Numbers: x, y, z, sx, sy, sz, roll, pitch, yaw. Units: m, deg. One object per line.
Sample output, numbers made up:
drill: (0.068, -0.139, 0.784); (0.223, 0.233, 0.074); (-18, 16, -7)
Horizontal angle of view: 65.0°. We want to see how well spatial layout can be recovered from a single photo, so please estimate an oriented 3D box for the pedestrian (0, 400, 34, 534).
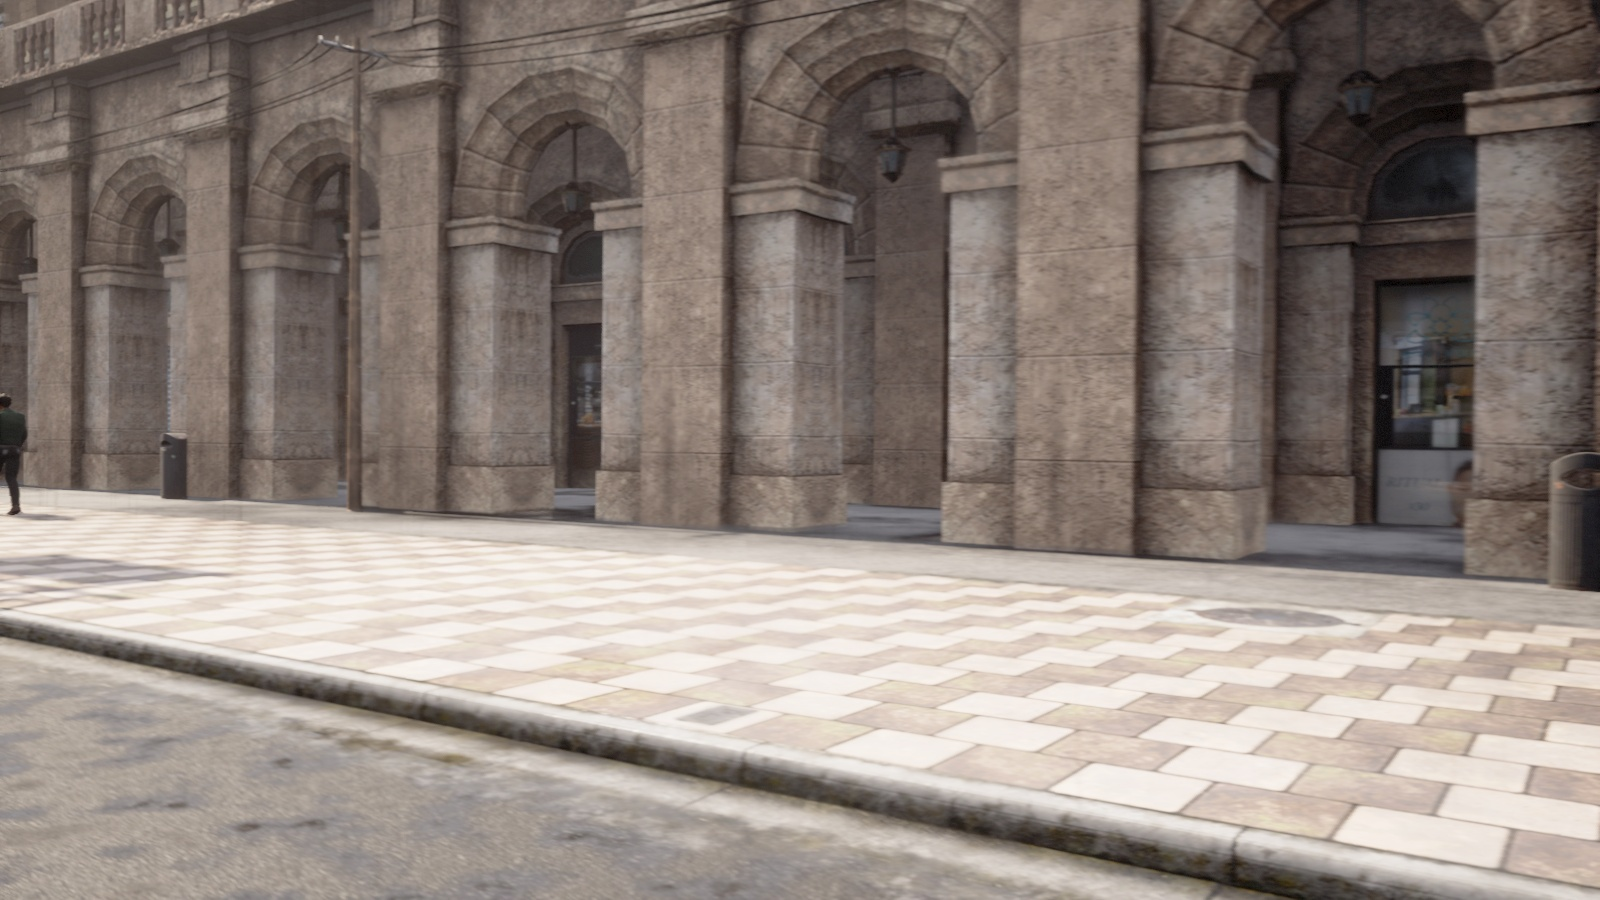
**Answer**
pedestrian: (-11.791, 0.241, 18.609); (0.788, 1.949, 0.423); (0, 1, 33)
